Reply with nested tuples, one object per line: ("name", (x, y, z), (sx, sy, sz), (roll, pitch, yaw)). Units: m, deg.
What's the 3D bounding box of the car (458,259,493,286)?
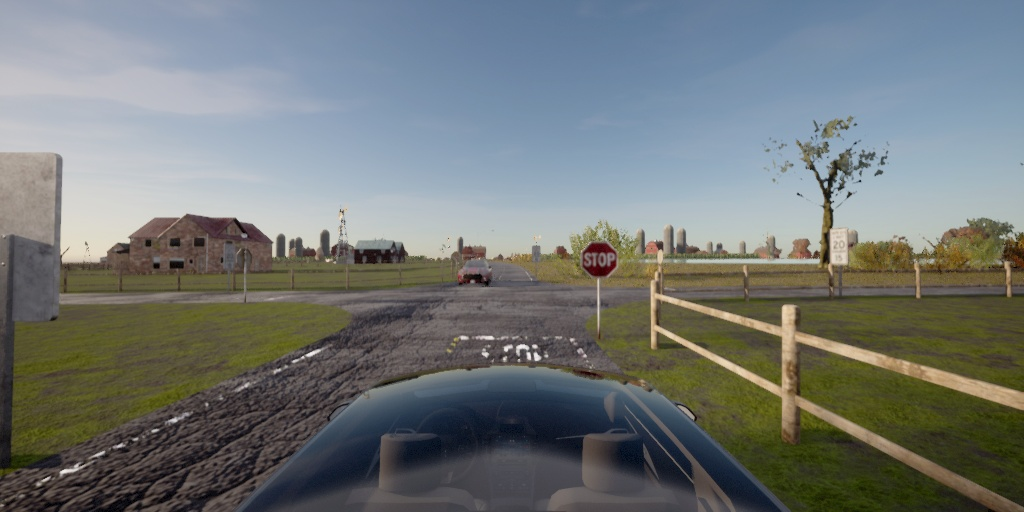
("car", (-2.532, 1.072, 25.463), (2.097, 1.767, 4.553), (0, 0, 1))
